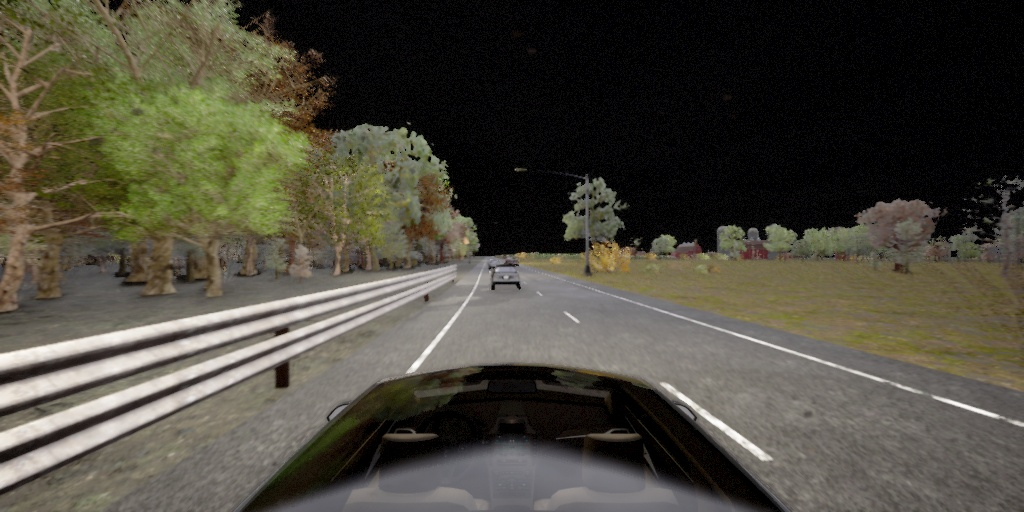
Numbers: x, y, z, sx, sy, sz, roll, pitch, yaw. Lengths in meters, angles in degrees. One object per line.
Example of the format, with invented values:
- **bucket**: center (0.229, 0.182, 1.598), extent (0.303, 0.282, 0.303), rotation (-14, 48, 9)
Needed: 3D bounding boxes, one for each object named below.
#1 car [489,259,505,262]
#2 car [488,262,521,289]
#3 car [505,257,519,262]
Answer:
- **car**: center (-2.529, 1.315, 53.799), extent (1.994, 1.385, 4.181), rotation (0, 0, -4)
- **car**: center (-0.487, 1.300, 23.365), extent (2.033, 1.411, 5.357), rotation (0, 0, -4)
- **car**: center (0.211, 1.236, 63.760), extent (1.837, 1.490, 4.892), rotation (0, 0, -4)
